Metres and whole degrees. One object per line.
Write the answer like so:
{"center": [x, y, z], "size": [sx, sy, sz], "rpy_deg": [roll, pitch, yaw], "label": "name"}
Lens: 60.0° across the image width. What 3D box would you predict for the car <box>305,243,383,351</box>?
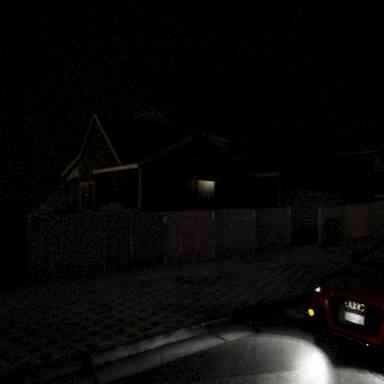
{"center": [3.920, 1.612, 5.848], "size": [4.181, 1.385, 1.994], "rpy_deg": [1, 0, -35], "label": "car"}
